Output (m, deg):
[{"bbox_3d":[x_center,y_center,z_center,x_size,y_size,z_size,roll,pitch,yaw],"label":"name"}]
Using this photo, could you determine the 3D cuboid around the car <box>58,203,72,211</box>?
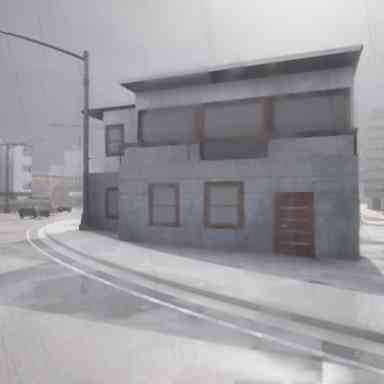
[{"bbox_3d":[-19.485,2.380,48.689,1.812,1.442,4.674,0,-2,18],"label":"car"}]

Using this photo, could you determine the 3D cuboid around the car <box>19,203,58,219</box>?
[{"bbox_3d":[-17.688,2.241,37.860,2.128,1.511,4.902,0,-2,3],"label":"car"}]
